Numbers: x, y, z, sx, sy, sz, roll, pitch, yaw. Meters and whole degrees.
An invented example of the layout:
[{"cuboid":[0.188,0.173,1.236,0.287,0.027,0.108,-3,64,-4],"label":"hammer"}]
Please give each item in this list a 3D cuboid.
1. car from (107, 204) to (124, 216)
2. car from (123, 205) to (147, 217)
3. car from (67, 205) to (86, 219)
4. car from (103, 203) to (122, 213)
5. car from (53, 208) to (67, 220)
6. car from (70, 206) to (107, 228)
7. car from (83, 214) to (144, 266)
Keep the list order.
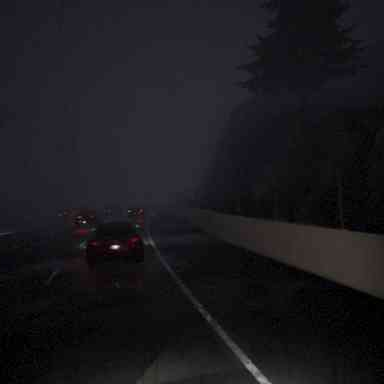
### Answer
[{"cuboid":[-10.165,2.468,43.226,2.033,1.411,5.357,-3,0,-2],"label":"car"},{"cuboid":[-6.371,2.186,38.559,1.812,1.442,4.674,-4,0,-3],"label":"car"},{"cuboid":[-13.466,2.452,41.134,2.097,1.767,4.553,-3,-1,-6],"label":"car"},{"cuboid":[-13.625,2.752,57.019,1.812,1.442,4.674,-3,0,3],"label":"car"},{"cuboid":[-17.095,2.907,44.890,1.994,1.385,4.181,-3,0,-1],"label":"car"},{"cuboid":[-9.100,2.261,29.617,1.837,1.490,4.892,-3,-1,-7],"label":"car"},{"cuboid":[-2.966,1.836,13.005,1.994,1.385,4.181,-3,0,-12],"label":"car"}]
